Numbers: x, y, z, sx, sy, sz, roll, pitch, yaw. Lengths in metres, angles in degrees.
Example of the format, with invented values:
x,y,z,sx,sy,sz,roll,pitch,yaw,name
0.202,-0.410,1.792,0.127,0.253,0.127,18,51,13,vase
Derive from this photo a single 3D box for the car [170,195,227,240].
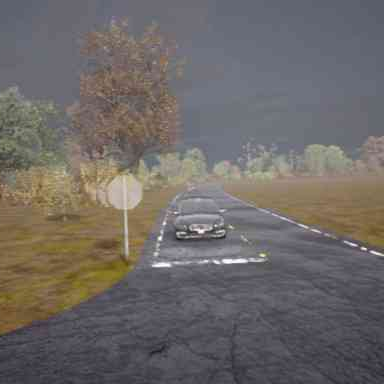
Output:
x,y,z,sx,sy,sz,roll,pitch,yaw,name
0.217,0.947,13.424,1.837,1.490,4.892,-2,3,-2,car

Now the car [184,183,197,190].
x,y,z,sx,sy,sz,roll,pitch,yaw,name
-0.196,-0.704,48.027,1.812,1.442,4.674,-2,2,2,car
